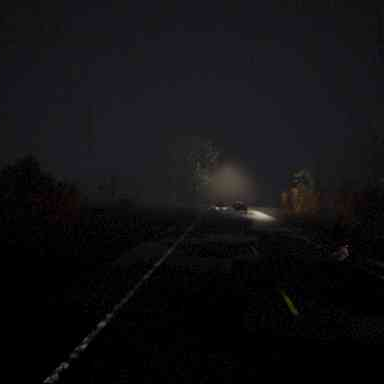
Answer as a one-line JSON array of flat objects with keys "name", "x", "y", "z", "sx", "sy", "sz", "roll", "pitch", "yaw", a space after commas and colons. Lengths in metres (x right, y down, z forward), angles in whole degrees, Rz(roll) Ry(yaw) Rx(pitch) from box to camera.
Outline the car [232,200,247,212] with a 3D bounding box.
[{"name": "car", "x": 8.057, "y": 2.514, "z": 55.203, "sx": 1.994, "sy": 1.385, "sz": 4.181, "roll": 3, "pitch": 0, "yaw": 6}]

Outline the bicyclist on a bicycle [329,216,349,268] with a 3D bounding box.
[{"name": "bicyclist on a bicycle", "x": 5.275, "y": 1.751, "z": 12.015, "sx": 0.659, "sy": 1.776, "sz": 1.843, "roll": 3, "pitch": 0, "yaw": 5}]

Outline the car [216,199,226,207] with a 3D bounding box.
[{"name": "car", "x": 6.319, "y": 2.382, "z": 72.367, "sx": 2.097, "sy": 1.767, "sz": 4.553, "roll": 3, "pitch": -1, "yaw": 7}]
